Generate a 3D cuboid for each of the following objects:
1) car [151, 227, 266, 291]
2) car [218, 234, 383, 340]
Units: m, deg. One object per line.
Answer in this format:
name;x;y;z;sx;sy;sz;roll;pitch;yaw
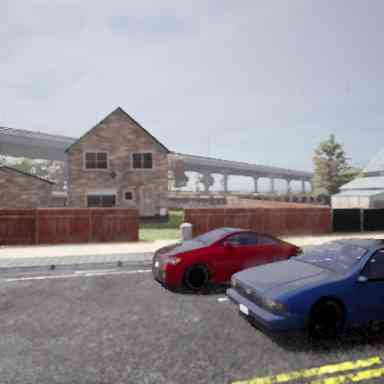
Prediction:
car;1.010;1.701;9.199;4.181;1.385;1.994;1;-1;-18
car;3.443;1.659;6.561;5.357;1.411;2.033;1;-1;-18
